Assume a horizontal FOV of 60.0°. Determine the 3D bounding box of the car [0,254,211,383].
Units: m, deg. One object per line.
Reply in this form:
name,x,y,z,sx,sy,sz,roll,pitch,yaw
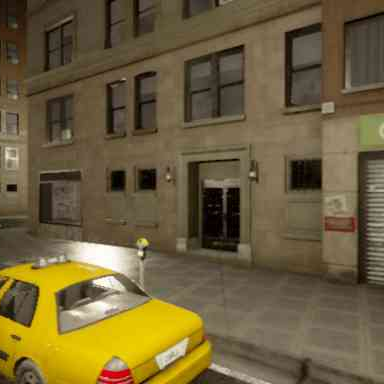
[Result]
car,-2.071,1.534,4.553,4.829,1.417,1.752,0,0,35
